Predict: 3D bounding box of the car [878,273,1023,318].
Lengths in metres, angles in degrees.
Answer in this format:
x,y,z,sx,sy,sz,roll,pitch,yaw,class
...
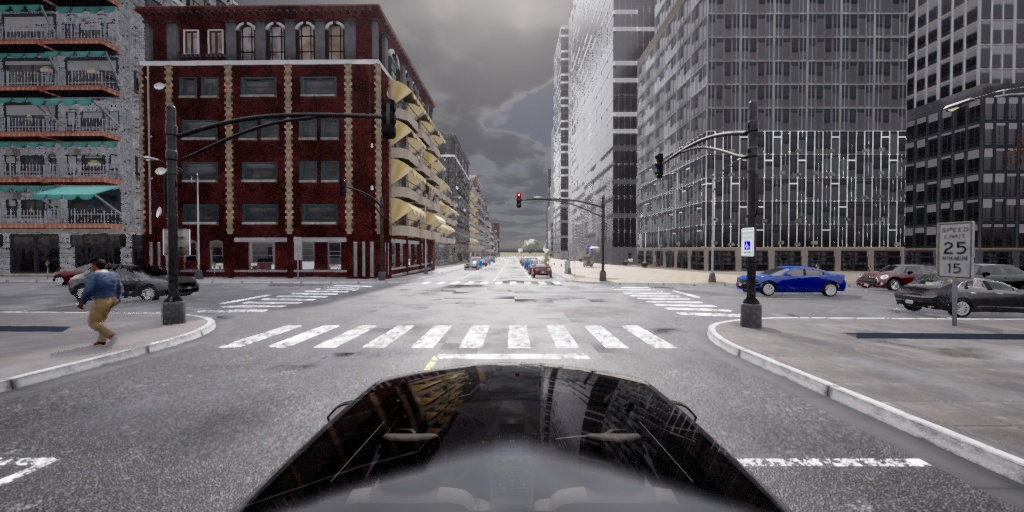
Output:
x,y,z,sx,sy,sz,roll,pitch,yaw,class
16.739,1.445,13.111,4.403,1.370,2.007,0,0,1,car

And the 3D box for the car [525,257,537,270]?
x,y,z,sx,sy,sz,roll,pitch,yaw,class
2.736,1.157,39.093,1.967,1.591,4.097,0,0,0,car

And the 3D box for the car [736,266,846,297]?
x,y,z,sx,sy,sz,roll,pitch,yaw,class
14.683,1.269,19.056,5.008,1.535,1.882,0,1,2,car

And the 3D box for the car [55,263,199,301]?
x,y,z,sx,sy,sz,roll,pitch,yaw,class
-17.121,1.202,16.354,4.892,1.490,1.837,0,1,1,car

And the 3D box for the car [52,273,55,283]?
x,y,z,sx,sy,sz,roll,pitch,yaw,class
-25.813,1.108,22.398,4.507,1.381,1.888,0,0,1,car

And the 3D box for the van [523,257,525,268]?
x,y,z,sx,sy,sz,roll,pitch,yaw,class
2.760,1.042,50.385,1.690,1.789,3.998,0,0,0,van

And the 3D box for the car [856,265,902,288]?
x,y,z,sx,sy,sz,roll,pitch,yaw,class
23.416,1.229,21.644,4.097,1.591,1.967,0,0,1,car

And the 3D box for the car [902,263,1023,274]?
x,y,z,sx,sy,sz,roll,pitch,yaw,class
24.142,1.188,18.898,4.553,1.767,2.097,0,1,1,car

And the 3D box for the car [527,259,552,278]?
x,y,z,sx,sy,sz,roll,pitch,yaw,class
2.724,1.270,33.447,1.888,1.381,4.507,0,0,0,car

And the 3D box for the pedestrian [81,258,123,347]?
x,y,z,sx,sy,sz,roll,pitch,yaw,class
-8.199,0.889,7.212,0.375,1.860,0.375,-1,1,0,pedestrian

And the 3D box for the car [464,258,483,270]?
x,y,z,sx,sy,sz,roll,pitch,yaw,class
-5.588,1.267,50.370,1.948,1.339,4.313,0,0,0,car

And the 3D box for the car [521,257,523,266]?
x,y,z,sx,sy,sz,roll,pitch,yaw,class
2.772,1.237,56.031,1.888,1.381,4.507,0,0,0,car

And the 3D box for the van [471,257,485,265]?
x,y,z,sx,sy,sz,roll,pitch,yaw,class
-5.577,1.033,56.016,1.690,1.789,3.998,0,0,0,van
